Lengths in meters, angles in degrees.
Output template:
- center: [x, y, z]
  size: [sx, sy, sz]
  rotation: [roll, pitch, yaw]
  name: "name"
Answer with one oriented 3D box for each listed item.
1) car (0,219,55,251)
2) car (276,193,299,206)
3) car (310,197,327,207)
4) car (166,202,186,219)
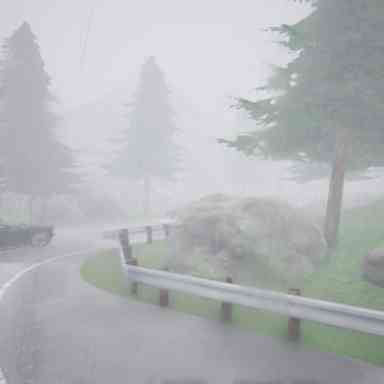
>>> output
- center: [-7.375, 1.568, 11.985]
  size: [1.895, 1.301, 4.718]
  rotation: [0, 0, 27]
  name: "car"
- center: [14.320, 1.175, 50.067]
  size: [2.150, 2.045, 5.566]
  rotation: [0, 0, 35]
  name: "car"
- center: [19.593, 1.450, 50.556]
  size: [2.128, 1.511, 4.902]
  rotation: [0, 0, 41]
  name: "car"
- center: [0.072, 1.502, 28.415]
  size: [2.033, 1.411, 5.357]
  rotation: [0, 0, 34]
  name: "car"
